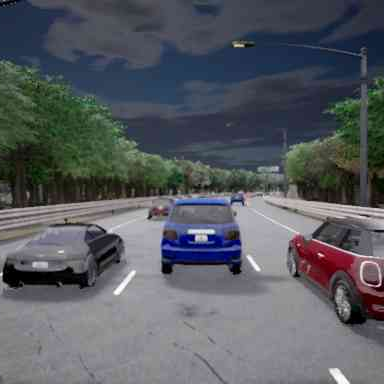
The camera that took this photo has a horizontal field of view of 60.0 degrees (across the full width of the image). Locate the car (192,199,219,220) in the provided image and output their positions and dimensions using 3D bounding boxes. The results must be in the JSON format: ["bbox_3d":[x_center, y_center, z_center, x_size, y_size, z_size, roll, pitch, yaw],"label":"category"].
[{"bbox_3d":[1.266,1.419,28.829,2.128,1.511,4.902,0,0,4],"label":"car"}]

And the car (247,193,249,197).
[{"bbox_3d":[11.914,1.000,80.261,2.150,2.045,5.566,0,0,12],"label":"car"}]

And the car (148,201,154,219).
[{"bbox_3d":[-2.294,1.277,28.092,2.097,1.767,4.553,0,0,4],"label":"car"}]

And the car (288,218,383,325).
[{"bbox_3d":[3.608,1.338,7.212,2.097,1.767,4.553,0,0,1],"label":"car"}]

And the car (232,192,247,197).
[{"bbox_3d":[7.526,1.073,55.202,2.150,2.045,5.566,0,0,8],"label":"car"}]

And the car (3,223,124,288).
[{"bbox_3d":[-3.228,1.537,9.190,1.994,1.385,4.181,0,0,1],"label":"car"}]

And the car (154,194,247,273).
[{"bbox_3d":[0.305,1.196,10.711,2.150,2.045,5.566,0,0,2],"label":"car"}]
